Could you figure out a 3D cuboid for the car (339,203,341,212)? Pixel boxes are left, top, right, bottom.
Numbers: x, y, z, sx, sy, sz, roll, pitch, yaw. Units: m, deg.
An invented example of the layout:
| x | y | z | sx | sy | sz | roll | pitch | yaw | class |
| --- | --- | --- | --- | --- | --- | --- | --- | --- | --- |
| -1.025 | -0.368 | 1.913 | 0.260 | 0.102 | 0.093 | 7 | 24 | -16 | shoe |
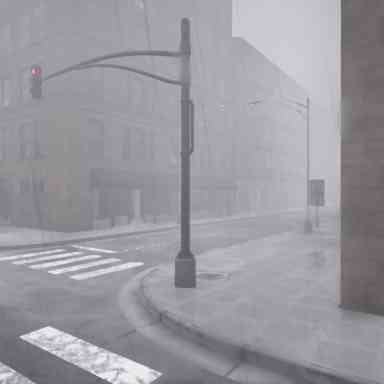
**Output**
| x | y | z | sx | sy | sz | roll | pitch | yaw | class |
| --- | --- | --- | --- | --- | --- | --- | --- | --- | --- |
| 20.524 | 1.760 | 43.104 | 1.882 | 1.535 | 5.008 | 0 | 0 | 36 | car |
